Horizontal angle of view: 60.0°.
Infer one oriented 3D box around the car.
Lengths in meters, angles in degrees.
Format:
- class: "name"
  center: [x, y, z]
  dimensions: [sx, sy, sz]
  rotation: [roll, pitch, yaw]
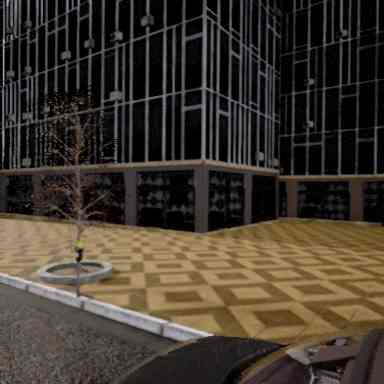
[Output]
- class: "car"
  center: [1.255, 1.551, 1.774]
  dimensions: [4.403, 1.369, 2.008]
  rotation: [0, 1, 36]
